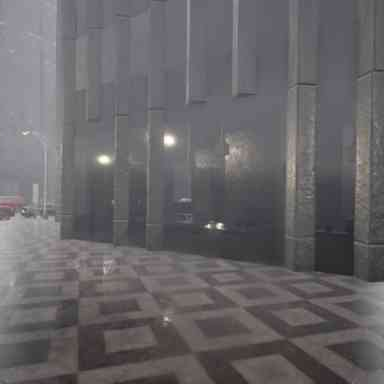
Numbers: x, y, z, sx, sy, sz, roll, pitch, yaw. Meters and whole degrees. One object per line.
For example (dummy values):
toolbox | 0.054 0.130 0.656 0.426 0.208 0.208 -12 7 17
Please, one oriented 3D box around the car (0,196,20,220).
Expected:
car | -17.051 1.463 26.664 2.192 1.841 5.009 1 0 35

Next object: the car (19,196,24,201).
car | -20.725 1.353 36.210 2.192 1.841 5.009 1 0 35

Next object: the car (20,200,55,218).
car | -13.785 1.742 31.265 1.947 1.339 4.313 1 0 35

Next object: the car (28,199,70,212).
car | -17.459 1.634 40.810 1.947 1.339 4.313 1 0 35
